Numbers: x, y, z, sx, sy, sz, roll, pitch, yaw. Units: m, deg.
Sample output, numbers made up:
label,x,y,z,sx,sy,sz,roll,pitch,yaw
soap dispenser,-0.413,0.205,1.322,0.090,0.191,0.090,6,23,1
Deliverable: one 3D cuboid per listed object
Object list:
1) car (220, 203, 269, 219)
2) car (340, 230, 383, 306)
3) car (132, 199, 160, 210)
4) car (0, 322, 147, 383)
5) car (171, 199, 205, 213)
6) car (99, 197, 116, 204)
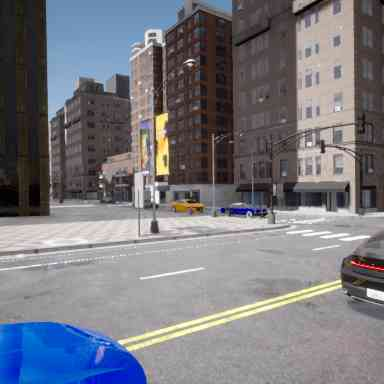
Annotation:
label,x,y,z,sx,sy,sz,roll,pitch,yaw
car,4.808,1.695,30.762,1.895,1.301,4.718,-1,0,-35
car,5.106,1.504,7.087,4.892,1.490,1.837,0,0,-36
car,-6.642,1.710,47.026,2.033,1.411,5.357,-1,0,-36
car,-2.584,1.478,1.598,5.008,1.535,1.882,0,0,-35
car,-0.546,1.603,38.366,1.882,1.535,5.008,-1,0,-35
car,-17.207,1.742,67.576,2.033,1.411,5.357,-1,0,-35
